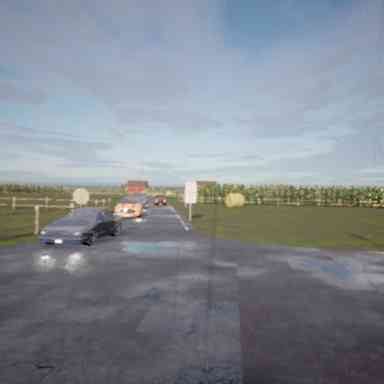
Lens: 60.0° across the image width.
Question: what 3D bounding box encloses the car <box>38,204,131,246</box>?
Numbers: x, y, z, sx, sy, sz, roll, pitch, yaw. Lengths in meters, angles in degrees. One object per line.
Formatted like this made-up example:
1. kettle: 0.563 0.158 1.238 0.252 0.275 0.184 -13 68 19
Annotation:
1. car: -4.720 1.471 15.130 2.033 1.411 5.357 1 0 6

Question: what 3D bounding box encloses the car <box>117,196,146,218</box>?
1. car: -5.391 1.259 28.965 2.097 1.767 4.553 1 0 -6

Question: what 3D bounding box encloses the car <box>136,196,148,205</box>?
1. car: -8.442 1.374 56.498 1.812 1.442 4.674 1 0 -7

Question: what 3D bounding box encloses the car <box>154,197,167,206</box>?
1. car: -4.977 1.499 51.919 1.895 1.301 4.718 1 0 -7

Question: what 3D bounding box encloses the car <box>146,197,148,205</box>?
1. car: -6.769 1.386 41.996 1.837 1.490 4.892 1 0 -6
